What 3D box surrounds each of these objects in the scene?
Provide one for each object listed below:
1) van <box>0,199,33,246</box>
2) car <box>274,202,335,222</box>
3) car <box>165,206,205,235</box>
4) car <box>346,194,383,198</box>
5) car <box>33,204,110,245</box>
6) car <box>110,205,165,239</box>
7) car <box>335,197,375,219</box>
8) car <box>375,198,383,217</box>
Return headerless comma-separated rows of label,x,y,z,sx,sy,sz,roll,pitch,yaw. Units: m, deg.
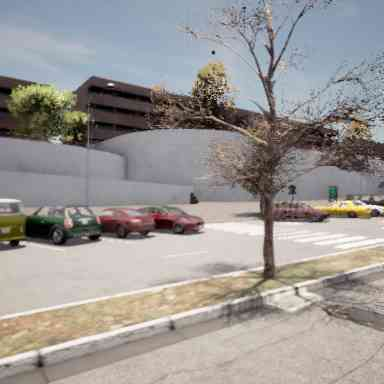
van,-8.943,1.270,14.032,4.442,1.987,1.878,-1,-1,35
car,8.271,1.530,26.116,4.792,1.488,2.163,-1,-1,35
car,-1.510,1.526,19.154,4.792,1.488,2.163,-1,-1,35
car,18.059,1.238,33.086,5.566,2.045,2.435,-1,-1,35
car,-6.389,1.369,15.678,4.553,1.767,2.185,-1,-1,35
car,-3.981,1.536,17.421,4.674,1.452,2.002,-1,-1,35
car,12.983,1.499,29.712,5.366,1.575,1.946,-1,0,35
car,15.584,1.535,31.357,4.674,1.452,2.002,-1,-1,35
